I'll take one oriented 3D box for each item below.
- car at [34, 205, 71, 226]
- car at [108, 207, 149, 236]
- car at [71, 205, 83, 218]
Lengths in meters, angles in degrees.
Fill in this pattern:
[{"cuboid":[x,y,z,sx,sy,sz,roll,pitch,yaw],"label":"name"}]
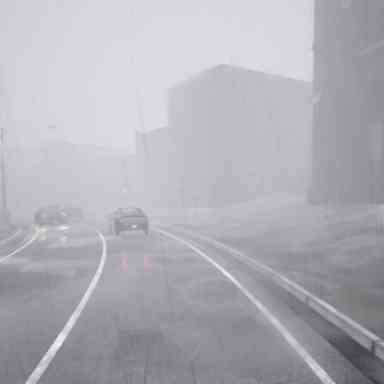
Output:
[{"cuboid":[-12.459,1.956,29.183,2.097,1.767,4.553,-2,-1,-33],"label":"car"},{"cuboid":[-3.882,1.661,19.943,2.128,1.511,4.902,-1,-1,-20],"label":"car"},{"cuboid":[-13.942,2.268,37.634,2.128,1.511,4.902,-3,-1,-38],"label":"car"}]
